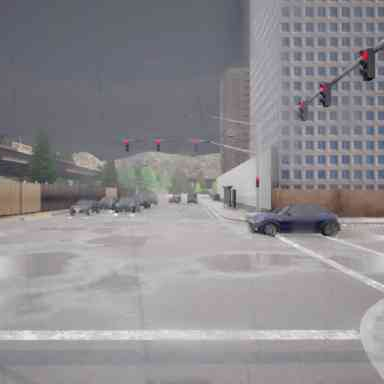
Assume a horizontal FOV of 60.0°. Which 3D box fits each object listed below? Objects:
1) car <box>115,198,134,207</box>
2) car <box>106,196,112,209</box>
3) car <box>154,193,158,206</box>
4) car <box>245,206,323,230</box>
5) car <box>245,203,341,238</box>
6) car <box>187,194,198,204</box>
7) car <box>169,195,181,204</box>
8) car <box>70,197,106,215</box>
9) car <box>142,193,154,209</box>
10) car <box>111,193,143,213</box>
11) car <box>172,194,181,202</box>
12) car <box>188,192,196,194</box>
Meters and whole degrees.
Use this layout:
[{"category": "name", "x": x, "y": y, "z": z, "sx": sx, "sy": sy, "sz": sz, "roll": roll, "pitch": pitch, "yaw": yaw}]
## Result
[{"category": "car", "x": -10.558, "y": 1.601, "z": 52.353, "sx": 1.895, "sy": 1.301, "sz": 4.718, "roll": 0, "pitch": 0, "yaw": 0}, {"category": "car", "x": -10.569, "y": 1.352, "z": 42.148, "sx": 2.097, "sy": 1.767, "sz": 4.553, "roll": 0, "pitch": 0, "yaw": 0}, {"category": "car", "x": -7.033, "y": 1.218, "z": 57.066, "sx": 2.150, "sy": 2.045, "sz": 5.566, "roll": 0, "pitch": 0, "yaw": 0}, {"category": "car", "x": 5.842, "y": 1.652, "z": 21.694, "sx": 4.718, "sy": 1.301, "sz": 1.895, "roll": 0, "pitch": 0, "yaw": 8}, {"category": "car", "x": 5.328, "y": 1.398, "z": 17.678, "sx": 4.553, "sy": 1.767, "sz": 2.097, "roll": 0, "pitch": 0, "yaw": 0}, {"category": "car", "x": 0.034, "y": 1.601, "z": 64.285, "sx": 1.895, "sy": 1.301, "sz": 4.718, "roll": 0, "pitch": 0, "yaw": 0}, {"category": "car", "x": -3.466, "y": 1.601, "z": 64.288, "sx": 1.895, "sy": 1.301, "sz": 4.718, "roll": 0, "pitch": 0, "yaw": 0}, {"category": "car", "x": -10.585, "y": 1.491, "z": 33.251, "sx": 2.128, "sy": 1.511, "sz": 4.902, "roll": 0, "pitch": 0, "yaw": 1}, {"category": "car", "x": -7.059, "y": 1.221, "z": 46.233, "sx": 2.150, "sy": 2.045, "sz": 5.566, "roll": 0, "pitch": 0, "yaw": 0}, {"category": "car", "x": -7.068, "y": 1.352, "z": 36.797, "sx": 2.097, "sy": 1.767, "sz": 4.553, "roll": 0, "pitch": 0, "yaw": 0}, {"category": "car", "x": -3.461, "y": 1.305, "z": 74.481, "sx": 1.882, "sy": 1.535, "sz": 5.008, "roll": 0, "pitch": 0, "yaw": 0}, {"category": "car", "x": 0.039, "y": 1.052, "z": 74.508, "sx": 2.150, "sy": 2.045, "sz": 5.566, "roll": 0, "pitch": 0, "yaw": 0}]
